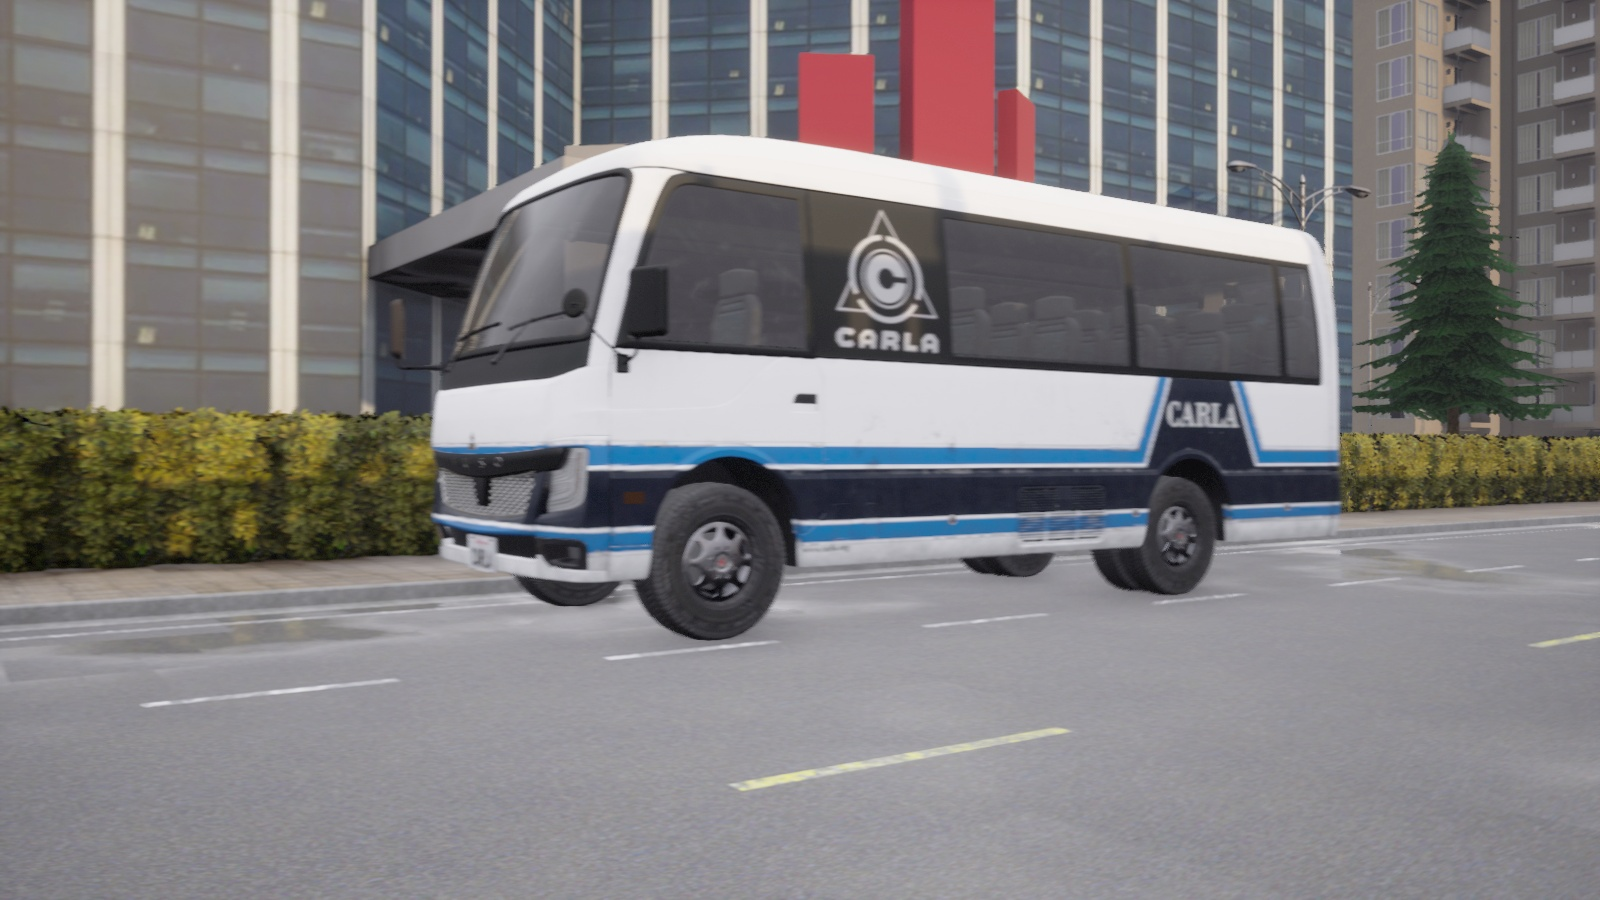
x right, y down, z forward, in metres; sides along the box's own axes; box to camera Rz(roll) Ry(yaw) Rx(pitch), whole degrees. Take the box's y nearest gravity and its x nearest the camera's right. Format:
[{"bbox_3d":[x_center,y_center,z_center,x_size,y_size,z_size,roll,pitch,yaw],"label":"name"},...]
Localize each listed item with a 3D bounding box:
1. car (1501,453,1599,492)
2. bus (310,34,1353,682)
[{"bbox_3d":[30.520,0.861,49.348,1.837,1.490,4.892,0,0,-35],"label":"car"},{"bbox_3d":[0.868,-0.602,12.797,10.273,4.253,3.944,0,0,-35],"label":"bus"}]
